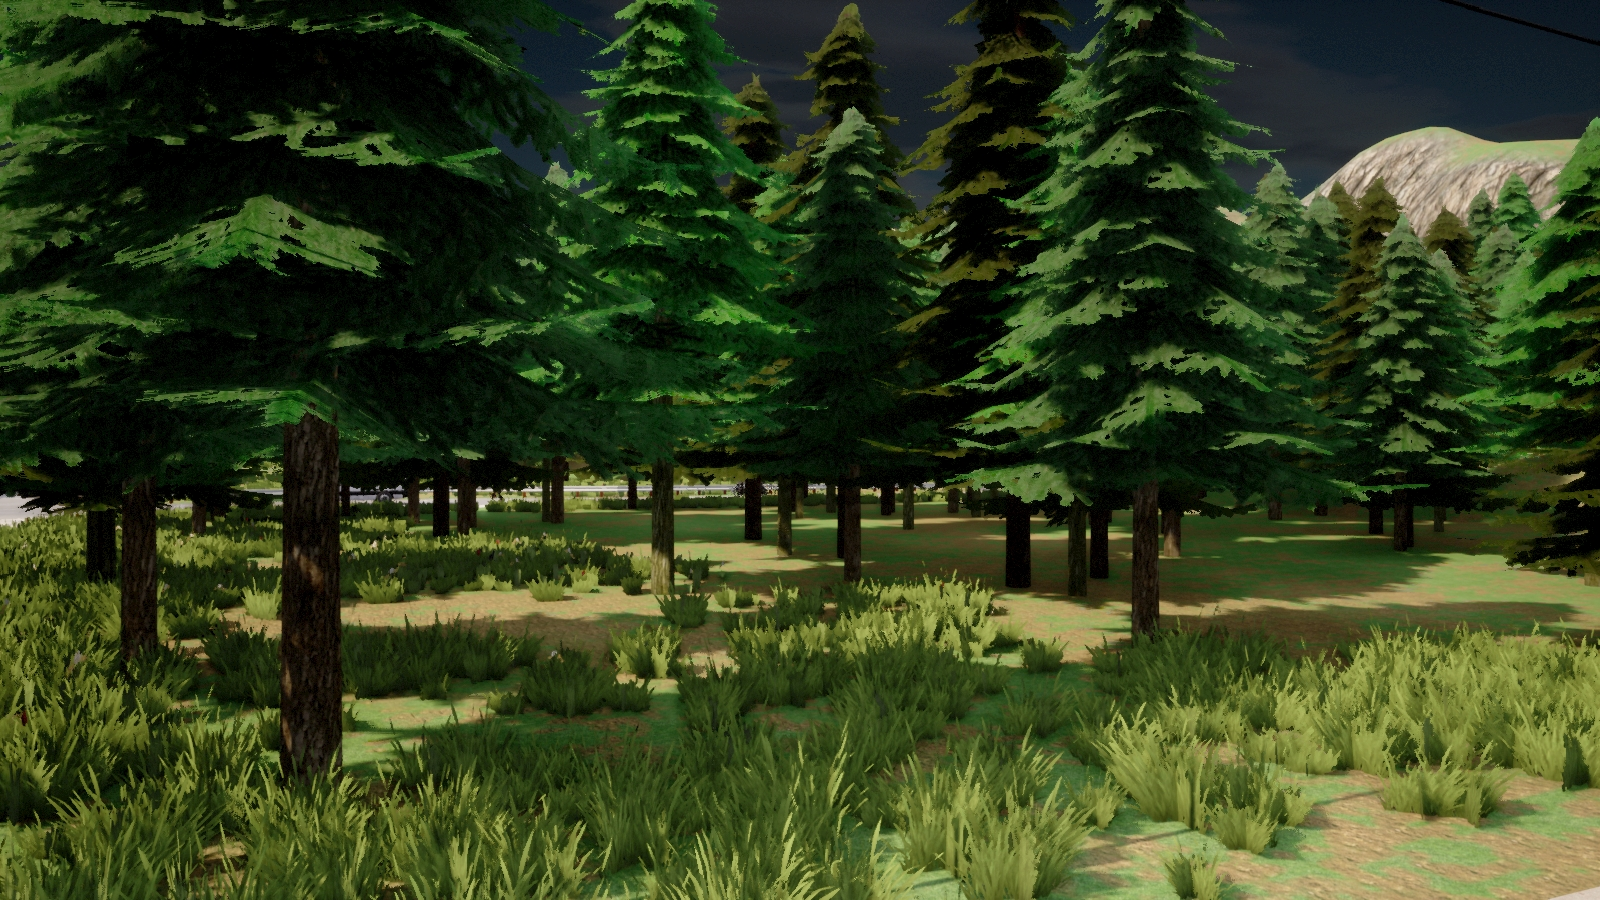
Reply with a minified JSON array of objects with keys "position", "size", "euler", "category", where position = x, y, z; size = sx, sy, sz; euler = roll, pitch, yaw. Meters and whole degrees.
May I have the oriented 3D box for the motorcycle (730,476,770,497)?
[{"position":[-2.994,2.178,68.358],"size":[2.209,1.251,0.867],"euler":[0,0,-26],"category":"motorcycle"}]
